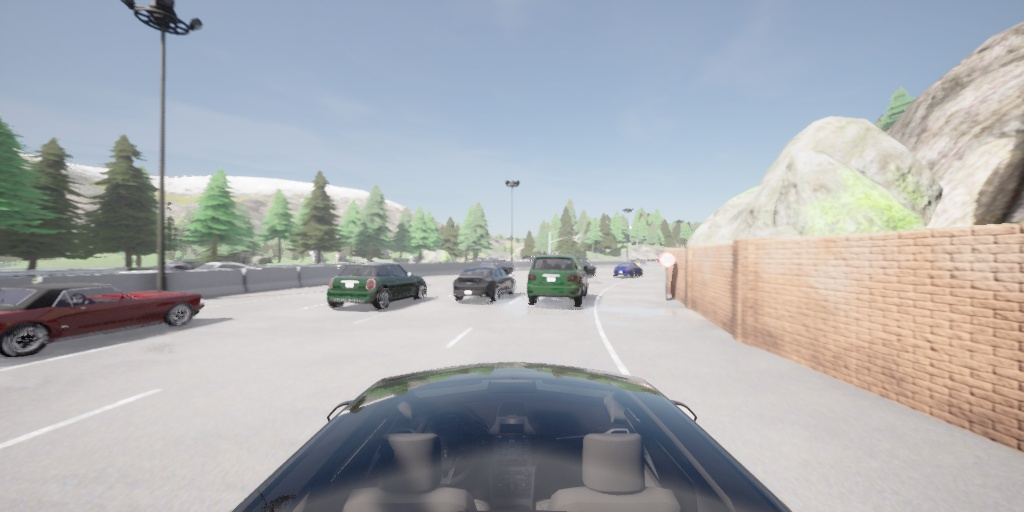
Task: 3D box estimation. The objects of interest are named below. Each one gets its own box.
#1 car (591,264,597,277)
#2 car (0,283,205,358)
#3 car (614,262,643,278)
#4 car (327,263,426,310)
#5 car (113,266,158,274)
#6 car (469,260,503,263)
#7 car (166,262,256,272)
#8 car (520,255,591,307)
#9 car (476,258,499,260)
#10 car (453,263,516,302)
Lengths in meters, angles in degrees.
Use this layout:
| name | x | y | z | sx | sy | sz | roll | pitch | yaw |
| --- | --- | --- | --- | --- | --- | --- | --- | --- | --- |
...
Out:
| name | x | y | z | sx | sy | sz | roll | pitch | yaw |
| --- | --- | --- | --- | --- | --- | --- | --- | --- | --- |
| car | 6.421 | 1.124 | 34.002 | 2.097 | 1.767 | 4.553 | 1 | 0 | 31 |
| car | -9.903 | 1.263 | 8.173 | 1.895 | 1.301 | 4.718 | 0 | 0 | 5 |
| car | 11.442 | 1.338 | 35.234 | 1.812 | 1.442 | 4.674 | 0 | 0 | 35 |
| car | -5.262 | 1.046 | 14.625 | 2.097 | 1.767 | 4.553 | 1 | 0 | 11 |
| car | -21.561 | 1.153 | 22.488 | 1.895 | 1.301 | 4.718 | 0 | 0 | 15 |
| car | -1.791 | 1.306 | 33.965 | 1.895 | 1.301 | 4.718 | 0 | 0 | 28 |
| car | -18.056 | 1.108 | 21.937 | 1.812 | 1.442 | 4.674 | 0 | 0 | 16 |
| car | 2.142 | 0.976 | 15.955 | 2.150 | 2.045 | 5.566 | 0 | 0 | 15 |
| car | -3.311 | 1.195 | 61.439 | 1.812 | 1.442 | 4.674 | 1 | 0 | 43 |
| car | -1.171 | 1.231 | 16.867 | 1.837 | 1.490 | 4.892 | 0 | 0 | 15 |
